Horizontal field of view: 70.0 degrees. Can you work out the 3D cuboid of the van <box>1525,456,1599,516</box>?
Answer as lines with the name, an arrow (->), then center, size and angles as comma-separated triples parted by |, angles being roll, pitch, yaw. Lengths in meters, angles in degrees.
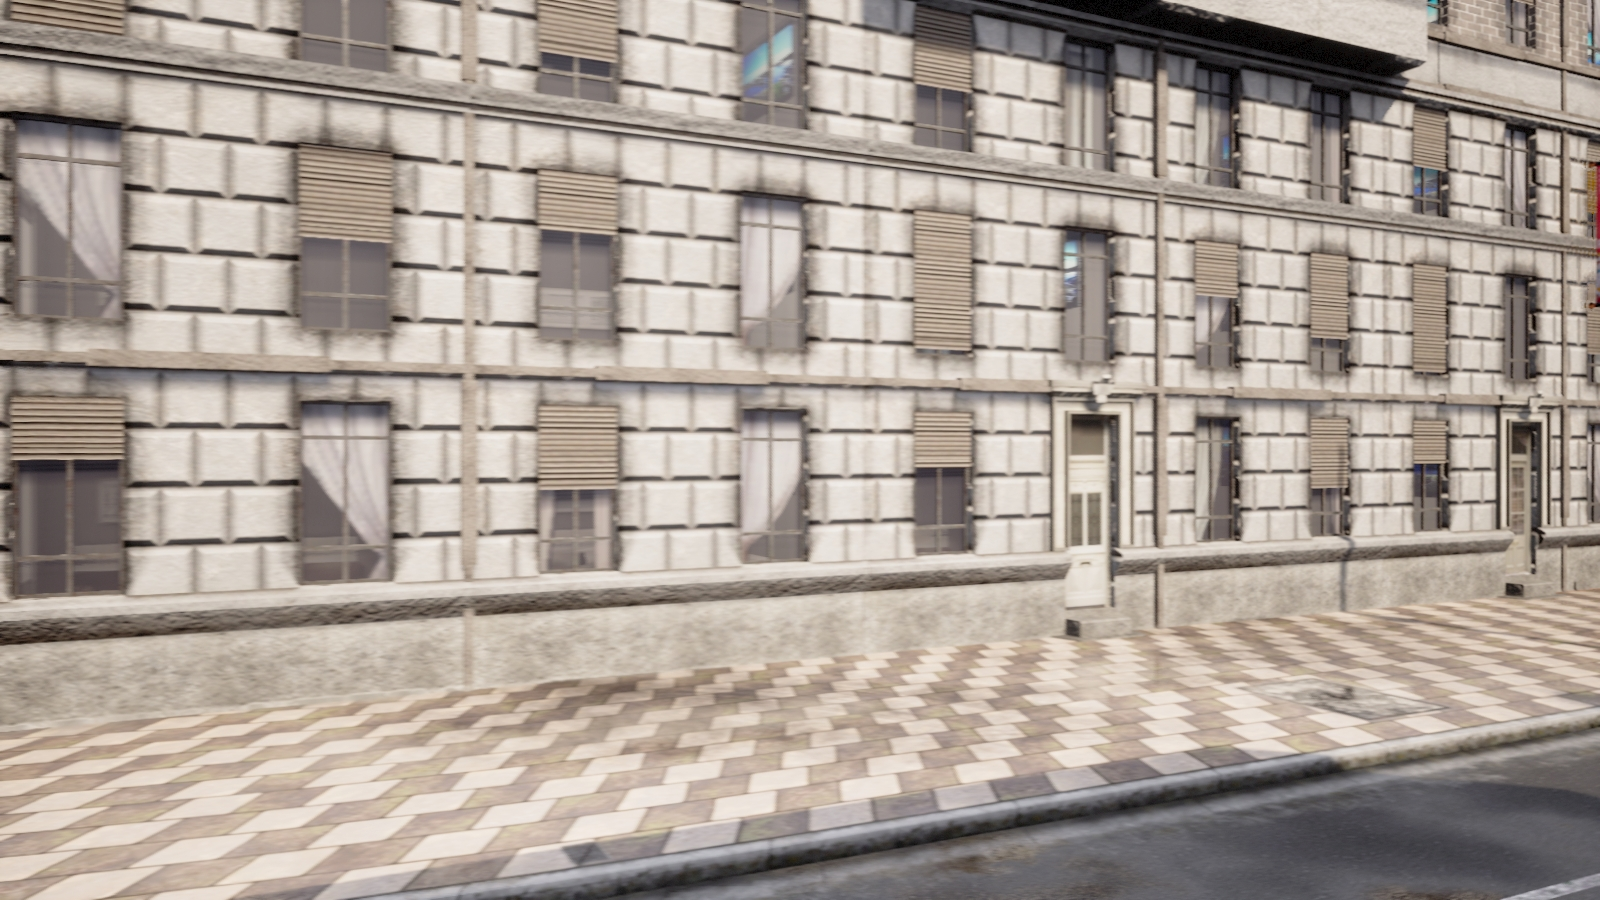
van -> 34.986, 1.544, 49.492 | 1.988, 2.561, 5.915 | 0, 0, -26

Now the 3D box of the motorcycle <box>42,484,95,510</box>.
motorcycle -> -34.696, 2.231, 54.233 | 2.033, 1.145, 0.803 | 0, 0, -26
